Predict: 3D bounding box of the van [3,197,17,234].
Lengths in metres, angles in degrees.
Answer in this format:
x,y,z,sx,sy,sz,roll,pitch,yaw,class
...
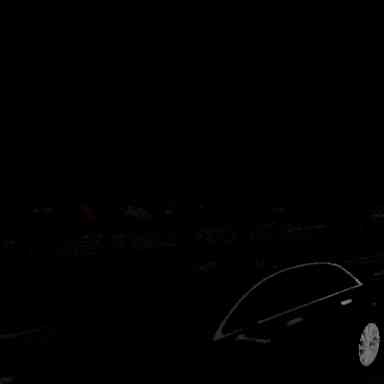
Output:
x,y,z,sx,sy,sz,roll,pitch,yaw,class
-11.212,1.271,18.845,1.878,1.987,4.442,0,0,-36,van

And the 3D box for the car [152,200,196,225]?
x,y,z,sx,sy,sz,roll,pitch,yaw,class
-2.131,1.442,25.233,2.185,1.767,4.553,0,0,-36,car

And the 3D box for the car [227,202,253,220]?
x,y,z,sx,sy,sz,roll,pitch,yaw,class
2.405,1.605,28.431,2.231,1.521,4.892,0,0,-36,car

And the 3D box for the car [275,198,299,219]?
x,y,z,sx,sy,sz,roll,pitch,yaw,class
7.024,1.639,31.512,1.946,1.575,5.366,0,0,-36,car

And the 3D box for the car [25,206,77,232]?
x,y,z,sx,sy,sz,roll,pitch,yaw,class
-8.886,1.555,20.361,2.002,1.452,4.674,0,0,-36,car

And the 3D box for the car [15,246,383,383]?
x,y,z,sx,sy,sz,roll,pitch,yaw,class
0.574,1.518,4.094,4.892,1.490,1.837,0,0,-35,car

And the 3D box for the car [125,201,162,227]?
x,y,z,sx,sy,sz,roll,pitch,yaw,class
-4.370,1.590,23.591,2.002,1.452,4.674,0,0,-36,car

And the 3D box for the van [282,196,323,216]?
x,y,z,sx,sy,sz,roll,pitch,yaw,class
11.500,1.454,34.797,1.878,1.987,4.442,0,0,-36,van

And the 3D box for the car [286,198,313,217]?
x,y,z,sx,sy,sz,roll,pitch,yaw,class
9.157,1.690,33.303,2.163,1.488,4.792,0,0,-36,car

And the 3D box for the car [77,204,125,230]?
x,y,z,sx,sy,sz,roll,pitch,yaw,class
-6.626,1.532,21.975,2.097,1.535,5.008,0,0,-36,car

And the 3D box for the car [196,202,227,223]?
x,y,z,sx,sy,sz,roll,pitch,yaw,class
0.141,1.585,26.827,2.097,1.535,5.008,0,0,-36,car

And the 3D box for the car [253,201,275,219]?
x,y,z,sx,sy,sz,roll,pitch,yaw,class
4.641,1.652,30.073,2.163,1.488,4.792,0,0,-36,car
